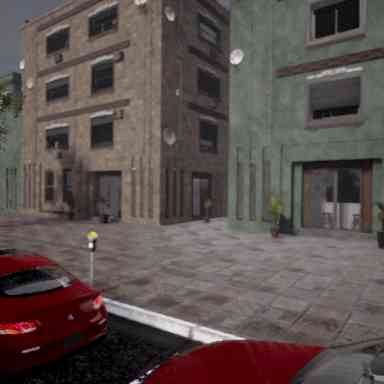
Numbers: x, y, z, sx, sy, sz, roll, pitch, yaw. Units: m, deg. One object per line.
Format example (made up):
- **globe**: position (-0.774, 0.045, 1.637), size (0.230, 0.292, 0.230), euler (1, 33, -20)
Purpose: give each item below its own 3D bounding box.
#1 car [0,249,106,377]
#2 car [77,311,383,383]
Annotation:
- **car**: position (-3.068, 1.554, 5.061), size (4.206, 1.307, 1.802), euler (0, 1, 36)
- **car**: position (1.448, 1.583, 1.837), size (4.206, 1.307, 1.802), euler (0, 1, 36)
